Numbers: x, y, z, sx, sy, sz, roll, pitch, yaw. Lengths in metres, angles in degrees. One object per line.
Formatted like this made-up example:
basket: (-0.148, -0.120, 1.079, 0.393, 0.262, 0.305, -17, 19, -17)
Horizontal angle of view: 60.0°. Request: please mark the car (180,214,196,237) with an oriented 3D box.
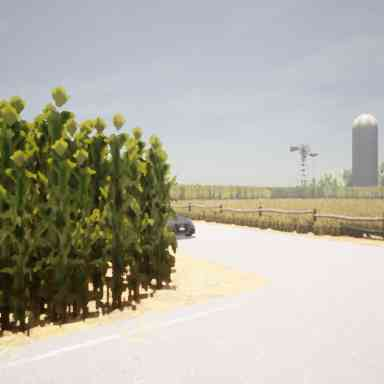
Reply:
car: (-1.616, 1.560, 17.313, 1.994, 1.385, 4.181, 0, 0, -35)
